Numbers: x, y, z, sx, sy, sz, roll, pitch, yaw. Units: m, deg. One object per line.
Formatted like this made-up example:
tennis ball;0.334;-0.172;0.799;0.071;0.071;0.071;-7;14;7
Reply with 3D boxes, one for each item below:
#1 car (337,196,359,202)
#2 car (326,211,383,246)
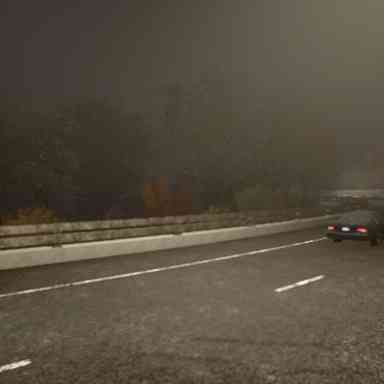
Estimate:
car;40.188;1.699;85.733;2.128;1.511;4.902;0;0;1
car;8.122;1.584;15.498;5.357;1.411;2.033;0;0;-45
